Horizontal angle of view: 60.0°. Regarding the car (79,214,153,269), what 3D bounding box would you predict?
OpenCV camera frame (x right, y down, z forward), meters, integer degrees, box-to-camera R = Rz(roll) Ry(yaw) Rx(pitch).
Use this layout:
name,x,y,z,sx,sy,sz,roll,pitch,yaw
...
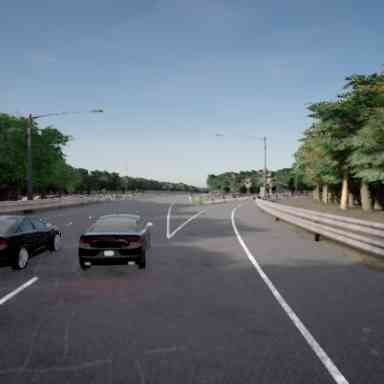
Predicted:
name,x,y,z,sx,sy,sz,roll,pitch,yaw
car,-2.411,1.485,11.329,1.882,1.535,5.008,0,0,-5

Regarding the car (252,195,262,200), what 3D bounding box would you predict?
name,x,y,z,sx,sy,sz,roll,pitch,yaw
car,17.697,1.407,90.199,1.994,1.385,4.181,1,0,28

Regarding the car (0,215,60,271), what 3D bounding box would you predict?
name,x,y,z,sx,sy,sz,roll,pitch,yaw
car,-5.887,1.478,10.884,1.882,1.535,5.008,0,0,-5
